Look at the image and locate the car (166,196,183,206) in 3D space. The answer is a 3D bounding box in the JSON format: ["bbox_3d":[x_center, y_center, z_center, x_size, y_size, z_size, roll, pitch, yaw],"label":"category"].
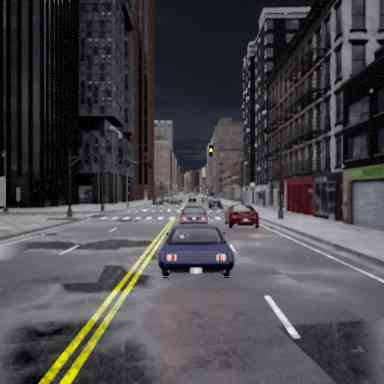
[{"bbox_3d":[-3.235,1.798,62.775,2.033,1.411,5.357,0,0,1],"label":"car"}]

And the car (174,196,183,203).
[{"bbox_3d":[-3.180,1.794,78.213,1.882,1.535,5.008,0,0,0],"label":"car"}]

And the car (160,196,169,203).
[{"bbox_3d":[-6.430,1.794,78.384,1.882,1.535,5.008,0,0,0],"label":"car"}]

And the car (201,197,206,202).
[{"bbox_3d":[3.324,1.877,83.354,2.033,1.411,5.357,0,0,0],"label":"car"}]

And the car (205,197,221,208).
[{"bbox_3d":[3.393,1.704,50.445,1.837,1.490,4.892,0,0,0],"label":"car"}]

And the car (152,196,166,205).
[{"bbox_3d":[-6.488,1.754,62.913,1.837,1.490,4.892,0,0,1],"label":"car"}]

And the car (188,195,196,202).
[{"bbox_3d":[0.071,1.791,79.608,1.882,1.535,5.008,0,0,0],"label":"car"}]

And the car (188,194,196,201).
[{"bbox_3d":[0.080,1.553,89.999,2.097,1.767,4.553,0,0,0],"label":"car"}]

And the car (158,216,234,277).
[{"bbox_3d":[0.109,1.637,10.330,1.895,1.301,4.718,0,0,0],"label":"car"}]

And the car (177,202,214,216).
[{"bbox_3d":[0.119,1.627,22.182,2.033,1.411,5.357,0,0,0],"label":"car"}]

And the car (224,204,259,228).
[{"bbox_3d":[3.304,1.559,22.696,1.882,1.535,5.008,0,0,1],"label":"car"}]
